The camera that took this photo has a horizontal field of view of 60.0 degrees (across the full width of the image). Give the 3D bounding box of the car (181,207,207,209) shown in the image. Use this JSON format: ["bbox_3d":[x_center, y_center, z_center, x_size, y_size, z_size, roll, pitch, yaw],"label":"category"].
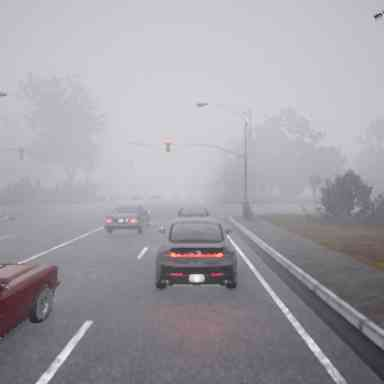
[{"bbox_3d":[0.095,1.450,18.359,1.895,1.301,4.718,0,1,0],"label":"car"}]

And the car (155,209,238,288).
[{"bbox_3d":[0.095,1.449,9.047,1.837,1.490,4.892,0,0,0],"label":"car"}]

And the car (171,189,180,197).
[{"bbox_3d":[-4.070,0.547,85.430,2.128,1.511,4.902,0,1,-4],"label":"car"}]

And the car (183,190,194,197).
[{"bbox_3d":[-0.597,0.566,85.964,1.994,1.385,4.181,0,1,-4],"label":"car"}]

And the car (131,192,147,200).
[{"bbox_3d":[-10.584,0.942,64.790,1.895,1.301,4.718,0,1,0],"label":"car"}]

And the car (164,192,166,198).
[{"bbox_3d":[-7.351,0.638,80.495,2.128,1.511,4.902,0,1,-2],"label":"car"}]

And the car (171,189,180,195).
[{"bbox_3d":[-4.821,0.041,95.476,2.097,1.767,4.553,0,1,-7],"label":"car"}]

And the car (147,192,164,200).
[{"bbox_3d":[-7.095,0.901,65.049,1.994,1.385,4.181,0,1,0],"label":"car"}]

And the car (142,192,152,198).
[{"bbox_3d":[-10.842,0.656,80.229,2.033,1.411,5.357,0,1,-2],"label":"car"}]

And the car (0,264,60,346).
[{"bbox_3d":[-3.400,1.582,4.139,1.895,1.301,4.718,0,0,0],"label":"car"}]

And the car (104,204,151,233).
[{"bbox_3d":[-3.430,1.394,18.458,2.033,1.411,5.357,0,1,-1],"label":"car"}]
